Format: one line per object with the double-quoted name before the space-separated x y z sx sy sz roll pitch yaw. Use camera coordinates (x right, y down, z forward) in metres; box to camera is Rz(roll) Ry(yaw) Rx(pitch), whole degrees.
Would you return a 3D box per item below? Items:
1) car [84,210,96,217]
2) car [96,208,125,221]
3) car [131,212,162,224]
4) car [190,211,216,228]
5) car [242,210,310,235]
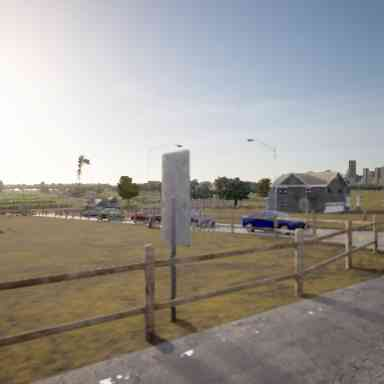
"car" -18.458 3.998 61.442 1.994 1.385 4.181 0 -2 -36
"car" -11.087 3.070 46.132 2.097 1.767 4.553 0 -2 -35
"car" -5.068 2.885 37.663 1.895 1.301 4.718 0 -2 -36
"car" 0.230 2.438 30.243 1.812 1.442 4.674 0 -2 -35
"car" 5.626 2.022 22.703 1.882 1.535 5.008 0 -2 -36
